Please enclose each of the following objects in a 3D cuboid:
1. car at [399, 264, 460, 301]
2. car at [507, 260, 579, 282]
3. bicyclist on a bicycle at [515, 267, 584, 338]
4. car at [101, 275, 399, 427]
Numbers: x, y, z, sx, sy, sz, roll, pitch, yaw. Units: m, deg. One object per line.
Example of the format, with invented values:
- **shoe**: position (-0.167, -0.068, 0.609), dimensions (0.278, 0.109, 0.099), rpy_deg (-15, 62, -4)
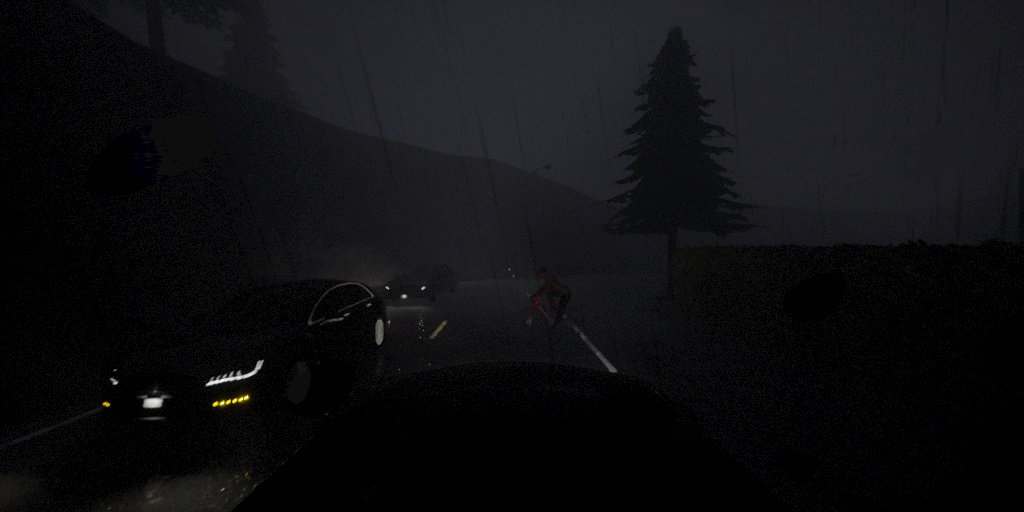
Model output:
- **car**: position (-3.740, 1.056, 15.929), dimensions (2.033, 1.411, 5.357), rpy_deg (0, 1, 6)
- **car**: position (2.061, 0.949, 24.154), dimensions (4.718, 1.301, 1.895), rpy_deg (-1, 1, -27)
- **bicyclist on a bicycle**: position (0.876, 1.082, 8.379), dimensions (1.656, 1.620, 0.582), rpy_deg (0, 1, -1)
- **car**: position (-3.626, 1.189, 6.022), dimensions (1.837, 1.490, 4.892), rpy_deg (0, 1, -1)
